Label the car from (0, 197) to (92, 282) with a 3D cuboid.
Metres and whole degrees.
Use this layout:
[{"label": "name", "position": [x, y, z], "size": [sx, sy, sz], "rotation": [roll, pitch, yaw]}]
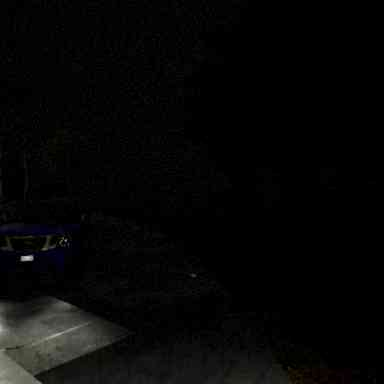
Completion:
[{"label": "car", "position": [-4.449, 1.202, 10.503], "size": [2.150, 2.045, 5.566], "rotation": [0, 0, -12]}]
